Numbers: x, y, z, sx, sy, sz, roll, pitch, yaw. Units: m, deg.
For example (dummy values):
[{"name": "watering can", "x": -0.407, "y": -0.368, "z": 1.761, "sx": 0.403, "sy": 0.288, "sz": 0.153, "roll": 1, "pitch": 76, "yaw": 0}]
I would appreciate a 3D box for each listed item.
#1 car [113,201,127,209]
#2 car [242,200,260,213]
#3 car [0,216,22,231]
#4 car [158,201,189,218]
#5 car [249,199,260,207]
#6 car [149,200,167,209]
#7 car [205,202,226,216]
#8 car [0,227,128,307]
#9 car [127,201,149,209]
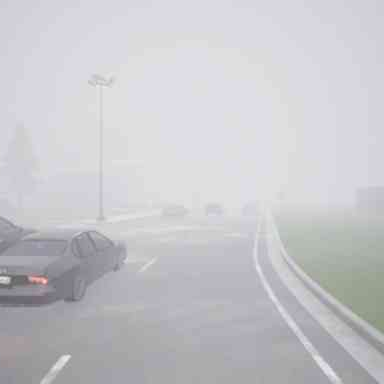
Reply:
[{"name": "car", "x": -12.041, "y": 2.162, "z": 57.547, "sx": 1.994, "sy": 1.385, "sz": 4.181, "roll": 0, "pitch": 0, "yaw": 13}, {"name": "car", "x": 7.595, "y": 1.995, "z": 43.878, "sx": 2.033, "sy": 1.411, "sz": 5.357, "roll": 0, "pitch": -1, "yaw": 13}, {"name": "car", "x": -6.424, "y": 1.461, "z": 10.101, "sx": 2.097, "sy": 1.767, "sz": 4.553, "roll": 0, "pitch": -1, "yaw": 5}, {"name": "car", "x": -1.653, "y": 1.922, "z": 34.620, "sx": 1.994, "sy": 1.385, "sz": 4.181, "roll": 0, "pitch": -1, "yaw": 13}, {"name": "car", "x": 12.692, "y": 2.226, "z": 67.008, "sx": 2.033, "sy": 1.411, "sz": 5.357, "roll": 0, "pitch": -1, "yaw": 13}, {"name": "car", "x": -5.177, "y": 2.086, "z": 56.212, "sx": 1.837, "sy": 1.490, "sz": 4.892, "roll": 0, "pitch": -1, "yaw": 13}, {"name": "car", "x": 2.675, "y": 1.894, "z": 37.946, "sx": 1.837, "sy": 1.490, "sz": 4.892, "roll": 0, "pitch": -1, "yaw": 13}, {"name": "car", "x": -3.156, "y": 1.637, "z": 8.417, "sx": 2.033, "sy": 1.411, "sz": 5.357, "roll": 0, "pitch": -1, "yaw": 4}, {"name": "car", "x": -8.764, "y": 2.184, "z": 56.195, "sx": 1.895, "sy": 1.301, "sz": 4.718, "roll": 0, "pitch": -1, "yaw": 13}]
